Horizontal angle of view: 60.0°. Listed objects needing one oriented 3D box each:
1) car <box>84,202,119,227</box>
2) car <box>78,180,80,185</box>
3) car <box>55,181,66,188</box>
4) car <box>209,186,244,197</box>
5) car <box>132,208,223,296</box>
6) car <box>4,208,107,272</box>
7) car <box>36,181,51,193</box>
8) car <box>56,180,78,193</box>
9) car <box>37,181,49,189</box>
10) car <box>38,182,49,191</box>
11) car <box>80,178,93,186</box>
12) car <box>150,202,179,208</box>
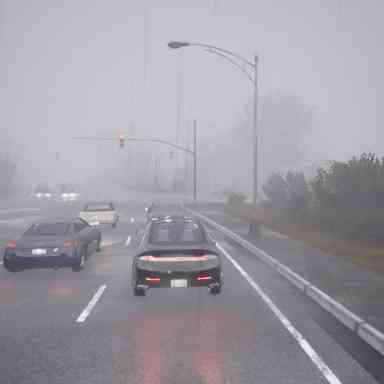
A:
[{"bbox_3d":[-5.259,1.226,19.224,1.895,1.301,4.718,0,2,-9],"label":"car"},{"bbox_3d":[-29.501,-2.142,82.259,1.882,1.535,5.008,-1,3,-25],"label":"car"},{"bbox_3d":[-28.539,-1.608,72.055,1.837,1.490,4.892,-1,3,-25],"label":"car"},{"bbox_3d":[4.808,-0.091,46.025,4.902,1.511,2.128,0,3,-22],"label":"car"},{"bbox_3d":[-0.415,1.409,8.480,2.128,1.511,4.902,0,1,-4],"label":"car"},{"bbox_3d":[-4.123,1.452,10.502,1.994,1.385,4.181,0,1,-6],"label":"car"},{"bbox_3d":[-23.425,-0.529,52.490,1.994,1.385,4.181,-1,3,-23],"label":"car"},{"bbox_3d":[-20.360,-0.684,54.080,2.128,1.511,4.902,-2,3,-27],"label":"car"},{"bbox_3d":[-31.451,-1.478,70.028,2.128,1.511,4.902,-1,3,-25],"label":"car"},{"bbox_3d":[-27.045,-1.021,60.605,1.837,1.490,4.892,-1,4,-24],"label":"car"},{"bbox_3d":[-26.350,-2.473,83.769,2.150,2.045,5.566,-1,3,-25],"label":"car"},{"bbox_3d":[-1.471,1.218,17.817,2.033,1.411,5.357,0,2,-9],"label":"car"}]
